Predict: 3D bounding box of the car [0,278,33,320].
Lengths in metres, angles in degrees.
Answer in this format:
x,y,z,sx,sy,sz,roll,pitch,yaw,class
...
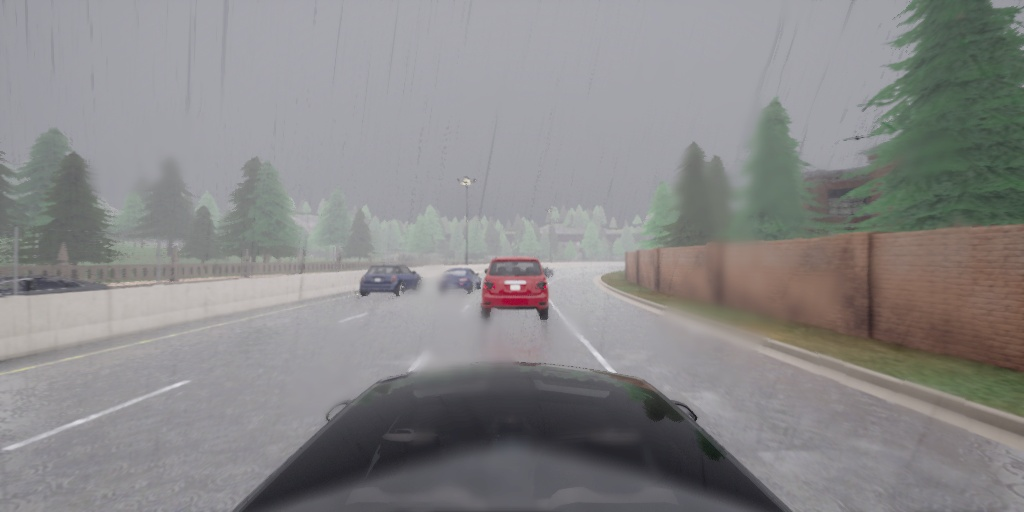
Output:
x,y,z,sx,sy,sz,roll,pitch,yaw,class
-17.554,1.411,10.064,1.895,1.301,4.718,0,0,1,car

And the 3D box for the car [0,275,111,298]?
x,y,z,sx,sy,sz,roll,pitch,yaw,class
-14.050,1.300,9.726,2.128,1.511,4.902,0,0,1,car

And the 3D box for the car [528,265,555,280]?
x,y,z,sx,sy,sz,roll,pitch,yaw,class
3.058,1.598,36.216,1.895,1.301,4.718,0,0,14,car

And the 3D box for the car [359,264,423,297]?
x,y,z,sx,sy,sz,roll,pitch,yaw,class
-6.569,1.234,20.041,2.097,1.767,4.553,0,0,4,car

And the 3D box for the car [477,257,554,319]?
x,y,z,sx,sy,sz,roll,pitch,yaw,class
0.131,1.055,13.368,2.150,2.045,5.566,0,0,1,car

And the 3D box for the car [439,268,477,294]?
x,y,z,sx,sy,sz,roll,pitch,yaw,class
-2.987,1.416,21.243,1.812,1.442,4.674,0,0,4,car
